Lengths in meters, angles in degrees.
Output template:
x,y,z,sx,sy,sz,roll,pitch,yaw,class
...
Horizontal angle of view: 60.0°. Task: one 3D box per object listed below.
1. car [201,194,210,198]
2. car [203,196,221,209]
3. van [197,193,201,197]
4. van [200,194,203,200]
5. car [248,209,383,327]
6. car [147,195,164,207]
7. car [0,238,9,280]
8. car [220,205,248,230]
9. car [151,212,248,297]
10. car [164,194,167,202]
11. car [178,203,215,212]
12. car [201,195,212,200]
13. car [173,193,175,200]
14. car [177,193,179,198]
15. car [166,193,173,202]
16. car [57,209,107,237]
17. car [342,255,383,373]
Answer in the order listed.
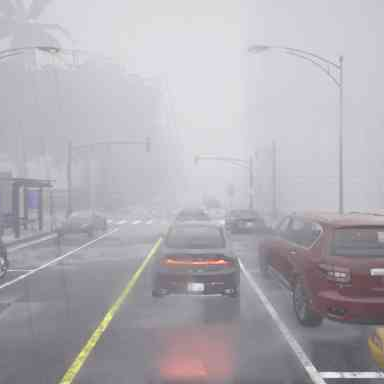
x,y,z,sx,sy,sz,roll,pitch,yaw,class
2.827,1.496,55.259,1.752,1.417,4.829,0,0,0,car
2.813,1.545,44.248,1.947,1.339,4.313,0,0,0,car
2.859,1.278,82.190,1.690,1.788,3.998,0,0,0,van
2.832,1.306,60.509,1.690,1.788,3.998,0,0,0,van
2.767,1.314,6.960,2.192,1.841,5.009,0,0,0,car
-5.706,1.526,49.698,2.008,1.369,4.403,0,0,0,car
-5.758,1.439,6.987,1.967,1.590,4.097,0,0,0,car
2.781,1.561,17.811,1.947,1.339,4.313,0,0,0,car
0.086,1.503,8.542,1.837,1.490,4.892,0,0,0,car
-5.699,1.410,55.118,1.967,1.590,4.097,0,0,0,car
0.024,1.559,18.571,1.994,1.385,4.181,0,0,0,car
2.820,1.541,49.668,1.947,1.339,4.313,0,0,0,car
-5.674,1.259,76.800,2.192,1.841,5.009,0,0,0,car
-5.654,1.234,93.061,2.192,1.841,5.009,0,0,0,car
-5.680,1.392,71.379,1.967,1.590,4.097,0,0,0,car
-5.744,1.577,17.839,1.802,1.307,4.206,0,0,0,car
2.762,1.525,1.705,1.752,1.417,4.829,0,0,0,car
